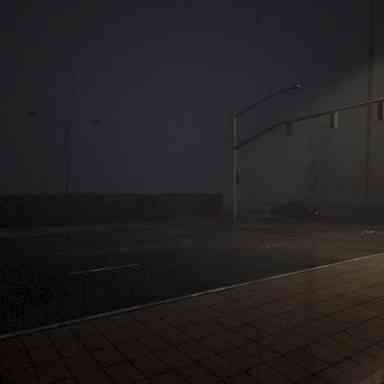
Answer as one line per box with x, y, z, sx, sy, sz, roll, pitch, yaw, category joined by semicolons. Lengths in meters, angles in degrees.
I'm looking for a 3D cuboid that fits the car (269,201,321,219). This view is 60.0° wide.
8.878;1.526;29.025;1.812;1.442;4.674;0;0;-36;car

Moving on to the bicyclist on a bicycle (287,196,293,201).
14.378;1.453;49.104;1.656;1.620;0.582;0;0;-22;bicyclist on a bicycle

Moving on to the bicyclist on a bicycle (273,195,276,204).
13.415;1.300;54.019;0.582;1.620;1.656;0;0;22;bicyclist on a bicycle
